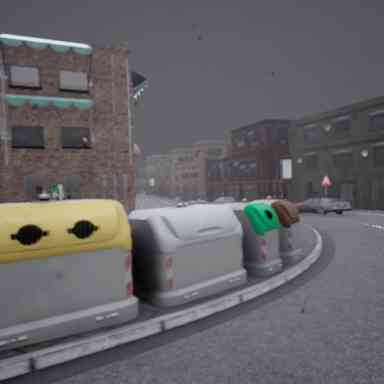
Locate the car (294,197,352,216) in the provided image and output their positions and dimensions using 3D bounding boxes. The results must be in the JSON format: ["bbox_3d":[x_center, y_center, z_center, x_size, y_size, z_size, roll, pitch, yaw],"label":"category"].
[{"bbox_3d":[10.098,1.096,26.508,2.033,1.411,5.357,-2,-1,-19],"label":"car"}]

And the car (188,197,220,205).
[{"bbox_3d":[1.020,1.610,40.241,1.882,1.535,5.008,-2,0,-23],"label":"car"}]

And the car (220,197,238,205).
[{"bbox_3d":[3.979,1.376,41.365,2.097,1.767,4.553,-2,-1,-23],"label":"car"}]
